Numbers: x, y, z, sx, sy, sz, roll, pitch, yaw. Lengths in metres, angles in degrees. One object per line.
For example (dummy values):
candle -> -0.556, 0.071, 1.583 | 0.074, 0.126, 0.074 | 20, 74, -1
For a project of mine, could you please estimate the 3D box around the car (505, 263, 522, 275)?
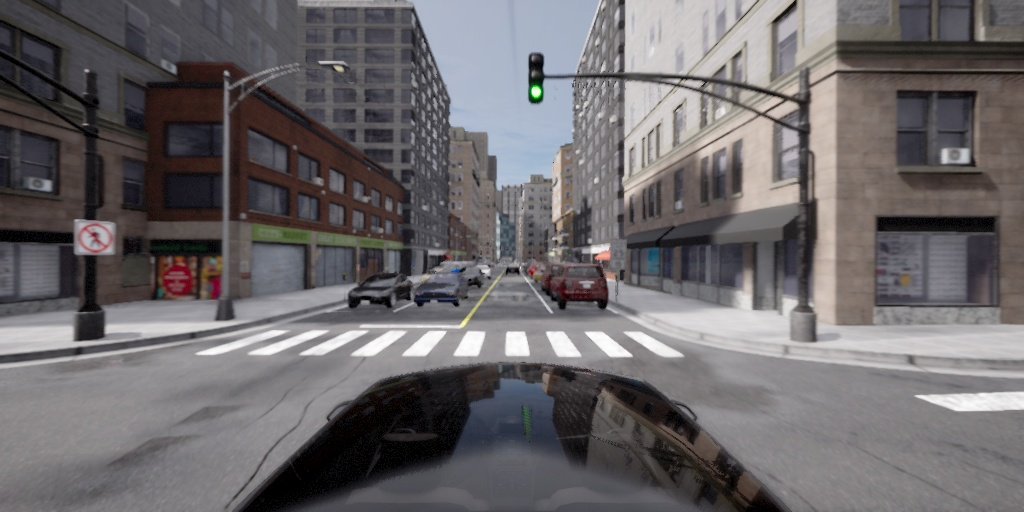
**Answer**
car -> 0.091, 1.798, 49.213 | 1.882, 1.535, 5.008 | 0, -1, 0

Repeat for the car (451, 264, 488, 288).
car -> -3.098, 1.543, 26.988 | 1.837, 1.490, 4.892 | 0, -1, 0

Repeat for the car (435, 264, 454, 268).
car -> -5.672, 1.551, 27.024 | 1.751, 1.417, 4.829 | 0, 0, 0

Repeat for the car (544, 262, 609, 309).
car -> 2.856, 1.252, 16.023 | 2.192, 1.841, 5.009 | 0, 0, 0

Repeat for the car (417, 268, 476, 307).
car -> -3.097, 1.462, 16.912 | 2.033, 1.411, 5.357 | 0, -1, 0

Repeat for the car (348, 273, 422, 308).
car -> -5.670, 1.455, 16.023 | 1.948, 1.339, 4.313 | 0, 0, 0

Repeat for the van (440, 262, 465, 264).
van -> -5.673, 1.434, 32.779 | 1.690, 1.789, 3.998 | 0, 0, 0

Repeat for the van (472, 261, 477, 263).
van -> -5.676, 1.567, 43.950 | 1.690, 1.789, 3.998 | 0, 0, 0

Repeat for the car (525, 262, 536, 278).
car -> 2.857, 1.522, 38.366 | 2.192, 1.841, 5.009 | 0, 0, 0

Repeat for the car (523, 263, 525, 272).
car -> 2.857, 1.864, 49.707 | 1.751, 1.417, 4.829 | 0, 0, 0

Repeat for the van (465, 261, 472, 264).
van -> -5.675, 1.501, 38.365 | 1.690, 1.789, 3.998 | 0, 0, 0

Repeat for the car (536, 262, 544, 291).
car -> 2.857, 1.320, 21.609 | 2.192, 1.841, 5.009 | 0, 0, 0

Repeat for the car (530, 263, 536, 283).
car -> 2.857, 1.666, 32.950 | 1.751, 1.417, 4.829 | 0, 0, 0

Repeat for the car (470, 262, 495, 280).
car -> -3.091, 1.687, 37.272 | 1.812, 1.442, 4.674 | 0, -1, 0

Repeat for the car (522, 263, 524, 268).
car -> 2.857, 1.970, 55.123 | 1.948, 1.339, 4.313 | 0, 0, 0
